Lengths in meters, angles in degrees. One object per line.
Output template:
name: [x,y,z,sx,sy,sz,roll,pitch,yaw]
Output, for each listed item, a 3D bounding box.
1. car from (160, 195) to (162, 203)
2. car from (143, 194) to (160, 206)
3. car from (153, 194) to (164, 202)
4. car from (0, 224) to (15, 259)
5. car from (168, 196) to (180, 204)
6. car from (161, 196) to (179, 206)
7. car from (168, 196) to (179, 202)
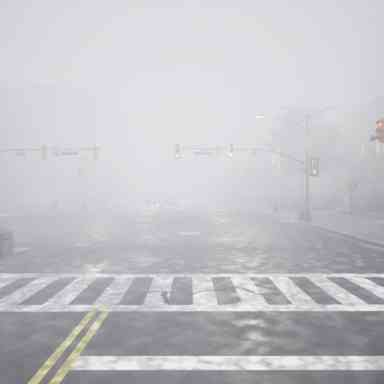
car: [-6.973,1.498,65.274,2.128,1.511,4.902,0,0,1]
car: [-6.994,1.511,55.857,1.837,1.490,4.892,0,0,0]
car: [-7.668,1.363,75.214,2.097,1.767,4.553,0,0,-10]
car: [-7.066,1.527,9.830,1.812,1.442,4.674,0,0,0]
car: [-3.483,1.554,65.863,2.033,1.411,5.357,0,0,0]
car: [-3.491,1.553,55.852,2.033,1.411,5.357,0,0,0]
car: [-4.222,1.561,75.845,1.994,1.385,4.181,0,0,-10]
